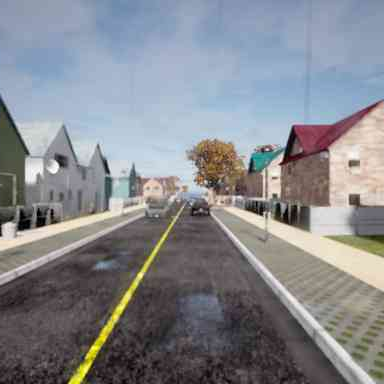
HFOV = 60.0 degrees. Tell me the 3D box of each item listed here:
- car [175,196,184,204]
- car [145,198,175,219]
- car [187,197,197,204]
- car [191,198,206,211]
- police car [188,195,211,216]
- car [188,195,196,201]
[{"bbox_3d":[-2.749,1.696,70.503,2.128,1.511,4.902,0,0,0],"label":"car"},{"bbox_3d":[-2.845,1.351,29.089,2.097,1.767,4.553,0,0,0],"label":"car"},{"bbox_3d":[0.001,1.653,68.132,2.033,1.411,5.357,0,0,0],"label":"car"},{"bbox_3d":[0.825,1.559,43.078,1.812,1.442,4.674,0,0,0],"label":"car"},{"bbox_3d":[0.825,1.435,33.188,1.930,1.638,5.238,0,0,0],"label":"police car"},{"bbox_3d":[0.002,1.630,87.990,1.882,1.535,5.008,0,0,0],"label":"car"}]
